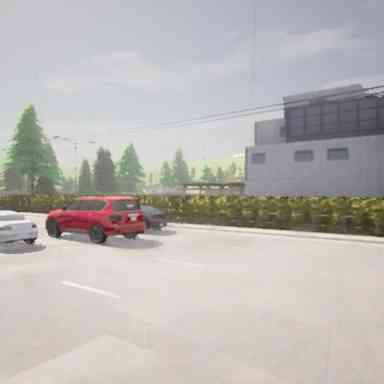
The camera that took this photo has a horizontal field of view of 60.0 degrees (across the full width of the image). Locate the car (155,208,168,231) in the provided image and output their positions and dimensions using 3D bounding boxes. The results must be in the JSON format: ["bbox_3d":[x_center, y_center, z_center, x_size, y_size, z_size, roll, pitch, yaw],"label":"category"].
[{"bbox_3d":[-3.613,1.507,19.427,4.892,1.490,1.837,1,0,36],"label":"car"}]

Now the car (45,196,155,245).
[{"bbox_3d":[-4.676,1.224,15.880,5.566,2.045,2.150,0,0,36],"label":"car"}]

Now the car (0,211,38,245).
[{"bbox_3d":[-8.436,1.526,14.273,4.674,1.442,1.812,0,0,36],"label":"car"}]
